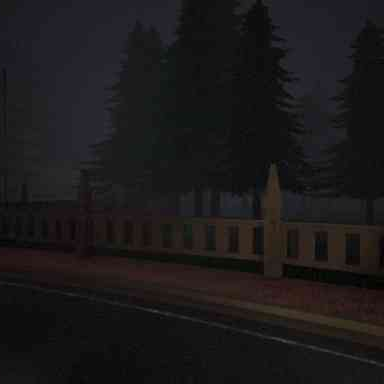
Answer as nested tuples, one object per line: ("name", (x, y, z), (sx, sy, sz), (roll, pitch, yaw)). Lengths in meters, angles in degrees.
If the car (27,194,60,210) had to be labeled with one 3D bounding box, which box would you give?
("car", (-20.242, 1.252, 44.445), (2.150, 2.045, 5.566), (0, 0, 22))
